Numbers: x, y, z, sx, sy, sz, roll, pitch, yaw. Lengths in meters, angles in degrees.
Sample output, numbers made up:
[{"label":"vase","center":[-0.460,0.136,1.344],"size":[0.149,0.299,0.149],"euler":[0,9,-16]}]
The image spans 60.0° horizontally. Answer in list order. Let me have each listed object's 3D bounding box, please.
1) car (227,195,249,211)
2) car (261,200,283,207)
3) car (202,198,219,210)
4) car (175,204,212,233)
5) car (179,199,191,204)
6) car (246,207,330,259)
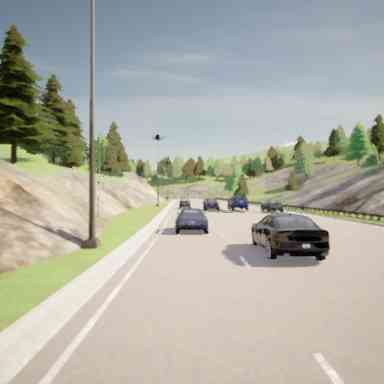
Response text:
[{"label":"car","center":[6.162,1.474,44.907],"size":[2.150,2.045,5.566],"euler":[0,0,-2]},{"label":"car","center":[9.807,1.717,41.037],"size":[2.128,1.511,4.902],"euler":[0,0,-2]},{"label":"car","center":[2.593,1.617,46.642],"size":[2.097,1.767,4.553],"euler":[0,0,-2]},{"label":"car","center":[-0.045,1.684,20.741],"size":[1.994,1.385,4.181],"euler":[0,0,-1]},{"label":"car","center":[-1.167,1.802,53.630],"size":[2.128,1.511,4.902],"euler":[0,0,-2]},{"label":"car","center":[3.558,1.548,12.871],"size":[1.882,1.535,5.008],"euler":[0,0,0]}]
